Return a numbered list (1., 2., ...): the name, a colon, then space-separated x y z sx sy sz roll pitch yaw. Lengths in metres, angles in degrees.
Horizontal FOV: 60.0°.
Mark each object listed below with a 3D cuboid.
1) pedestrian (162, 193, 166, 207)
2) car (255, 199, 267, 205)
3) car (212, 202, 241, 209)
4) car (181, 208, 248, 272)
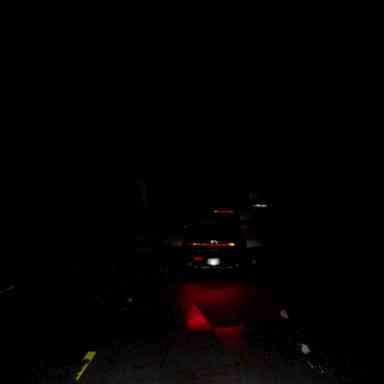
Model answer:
1. pedestrian: -3.841 1.079 44.911 0.375 1.860 0.375 0 -4 13
2. car: 14.590 2.052 69.824 1.994 1.385 4.181 0 -1 22
3. car: 2.448 1.481 23.887 2.128 1.511 4.902 0 0 10
4. car: 0.739 1.500 10.824 1.837 1.490 4.892 0 0 5
